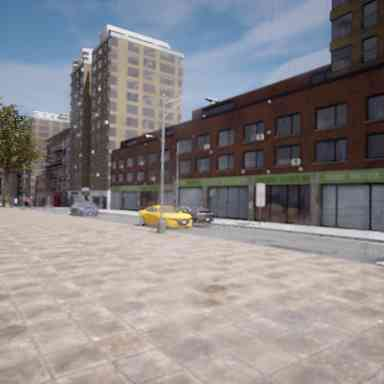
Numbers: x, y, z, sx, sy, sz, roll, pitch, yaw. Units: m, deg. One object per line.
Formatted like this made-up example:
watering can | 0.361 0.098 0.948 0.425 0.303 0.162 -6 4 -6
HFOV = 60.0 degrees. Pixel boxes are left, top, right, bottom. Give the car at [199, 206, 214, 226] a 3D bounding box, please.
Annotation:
car | -0.295 1.800 25.774 2.128 1.511 4.902 2 -2 -35

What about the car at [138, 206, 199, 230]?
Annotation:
car | -1.939 1.705 22.999 1.882 1.535 5.008 2 -2 -35

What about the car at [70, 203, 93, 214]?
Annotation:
car | -15.942 2.281 47.818 1.812 1.442 4.674 2 -2 -35

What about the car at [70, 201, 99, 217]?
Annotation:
car | -12.136 1.856 37.421 2.097 1.767 4.553 1 -2 -35
